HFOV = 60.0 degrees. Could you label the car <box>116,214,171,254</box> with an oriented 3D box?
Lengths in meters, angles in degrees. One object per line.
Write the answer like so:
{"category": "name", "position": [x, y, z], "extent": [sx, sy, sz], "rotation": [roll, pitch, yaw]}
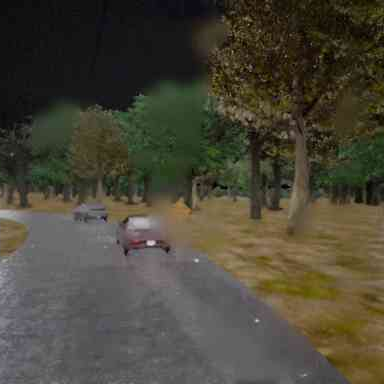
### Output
{"category": "car", "position": [-2.143, 1.669, 14.143], "extent": [1.812, 1.442, 4.674], "rotation": [0, 0, -17]}

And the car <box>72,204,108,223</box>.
{"category": "car", "position": [-8.552, 1.736, 27.675], "extent": [2.128, 1.511, 4.902], "rotation": [1, -1, -34]}
